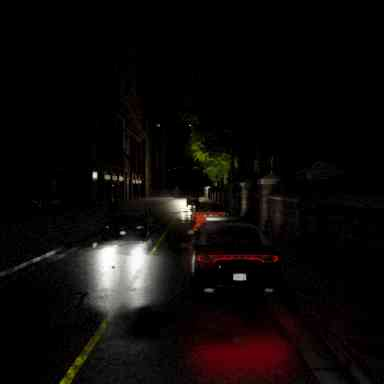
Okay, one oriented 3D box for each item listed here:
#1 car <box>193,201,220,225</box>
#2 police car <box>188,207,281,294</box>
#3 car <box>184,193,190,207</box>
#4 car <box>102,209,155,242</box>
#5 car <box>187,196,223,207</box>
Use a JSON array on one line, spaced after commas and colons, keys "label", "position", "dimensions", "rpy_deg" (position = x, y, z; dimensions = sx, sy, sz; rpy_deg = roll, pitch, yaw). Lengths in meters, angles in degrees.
[{"label": "car", "position": [0.958, 1.468, 24.837], "dimensions": [1.837, 1.490, 4.892], "rpy_deg": [0, 0, 0]}, {"label": "police car", "position": [0.920, 1.420, 8.947], "dimensions": [1.930, 1.638, 5.238], "rpy_deg": [0, 0, 0]}, {"label": "car", "position": [0.137, 1.353, 47.803], "dimensions": [2.128, 1.511, 4.902], "rpy_deg": [0, 0, 1]}, {"label": "car", "position": [-2.962, 1.548, 16.175], "dimensions": [1.994, 1.385, 4.181], "rpy_deg": [0, 0, 0]}, {"label": "car", "position": [0.943, 1.329, 18.807], "dimensions": [2.097, 1.767, 4.553], "rpy_deg": [0, 0, 0]}]
